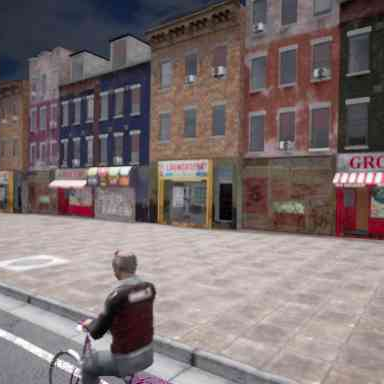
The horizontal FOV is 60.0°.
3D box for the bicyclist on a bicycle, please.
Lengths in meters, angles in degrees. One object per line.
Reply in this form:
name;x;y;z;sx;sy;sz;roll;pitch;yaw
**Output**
bicyclist on a bicycle;-0.712;1.368;2.854;1.843;1.776;0.659;0;0;36
